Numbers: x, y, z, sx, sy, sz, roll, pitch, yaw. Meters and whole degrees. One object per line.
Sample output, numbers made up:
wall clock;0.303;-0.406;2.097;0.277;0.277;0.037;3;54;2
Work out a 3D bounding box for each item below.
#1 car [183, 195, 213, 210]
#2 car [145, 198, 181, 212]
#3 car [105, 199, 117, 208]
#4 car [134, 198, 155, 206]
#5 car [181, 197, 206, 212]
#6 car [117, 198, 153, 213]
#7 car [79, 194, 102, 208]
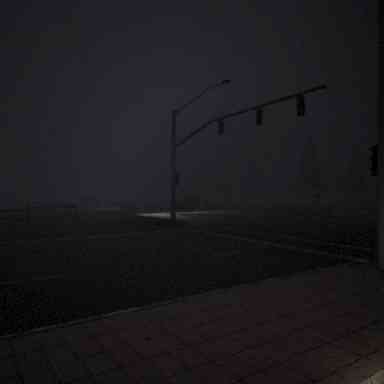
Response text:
car;0.611;1.476;47.230;2.150;2.045;5.566;1;0;-35
car;-3.720;1.717;41.188;1.812;1.442;4.674;1;0;-35
car;-12.294;1.793;53.560;1.895;1.301;4.718;1;0;-35
car;-8.709;1.822;60.734;1.994;1.385;4.181;1;0;-34
car;-0.950;1.771;43.335;2.033;1.411;5.357;1;0;-35
car;-6.857;1.759;39.566;1.895;1.301;4.718;1;0;-35
car;-16.337;1.383;53.258;2.150;2.045;5.566;1;-1;-34
